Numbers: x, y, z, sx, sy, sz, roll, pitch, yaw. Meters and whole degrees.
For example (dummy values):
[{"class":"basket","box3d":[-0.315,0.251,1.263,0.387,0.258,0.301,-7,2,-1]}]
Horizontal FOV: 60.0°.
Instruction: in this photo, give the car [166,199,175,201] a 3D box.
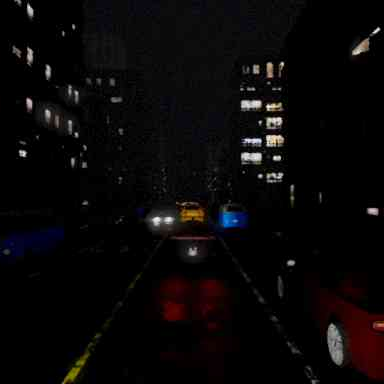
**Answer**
[{"class":"car","box3d":[-5.688,2.520,82.745,2.008,1.369,4.403,0,-1,0]}]

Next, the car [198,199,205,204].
[{"class":"car","box3d":[2.694,2.683,93.812,1.802,1.307,4.206,0,-1,0]}]

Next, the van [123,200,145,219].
[{"class":"van","box3d":[-5.800,1.733,33.786,1.690,1.788,3.998,0,-1,0]}]

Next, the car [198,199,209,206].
[{"class":"car","box3d":[2.694,2.277,71.678,1.967,1.590,4.097,0,-1,0]}]

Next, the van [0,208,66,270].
[{"class":"van","box3d":[-5.688,1.473,11.246,1.690,1.788,3.998,0,-1,0]}]

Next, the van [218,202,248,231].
[{"class":"van","box3d":[2.693,1.602,22.514,1.690,1.788,3.998,0,-1,0]}]

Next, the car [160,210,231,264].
[{"class":"car","box3d":[0.041,1.636,12.366,2.128,1.511,4.902,0,-1,1]}]

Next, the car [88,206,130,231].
[{"class":"car","box3d":[-5.689,1.844,22.515,1.802,1.307,4.206,0,-1,0]}]

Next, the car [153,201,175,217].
[{"class":"car","box3d":[-3.050,1.981,35.887,1.994,1.385,4.181,0,-1,0]}]

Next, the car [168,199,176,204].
[{"class":"car","box3d":[-5.687,2.667,93.813,1.947,1.339,4.313,0,-1,0]}]

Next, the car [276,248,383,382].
[{"class":"car","box3d":[2.690,1.611,5.604,1.887,1.381,4.507,0,-1,0]}]

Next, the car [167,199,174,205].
[{"class":"car","box3d":[-5.687,2.617,88.279,1.802,1.307,4.206,0,-1,0]}]

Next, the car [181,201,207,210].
[{"class":"car","box3d":[0.052,1.808,28.520,1.882,1.535,5.008,0,0,1]}]

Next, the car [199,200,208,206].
[{"class":"car","box3d":[2.693,2.453,77.210,2.008,1.369,4.403,0,-1,0]}]
